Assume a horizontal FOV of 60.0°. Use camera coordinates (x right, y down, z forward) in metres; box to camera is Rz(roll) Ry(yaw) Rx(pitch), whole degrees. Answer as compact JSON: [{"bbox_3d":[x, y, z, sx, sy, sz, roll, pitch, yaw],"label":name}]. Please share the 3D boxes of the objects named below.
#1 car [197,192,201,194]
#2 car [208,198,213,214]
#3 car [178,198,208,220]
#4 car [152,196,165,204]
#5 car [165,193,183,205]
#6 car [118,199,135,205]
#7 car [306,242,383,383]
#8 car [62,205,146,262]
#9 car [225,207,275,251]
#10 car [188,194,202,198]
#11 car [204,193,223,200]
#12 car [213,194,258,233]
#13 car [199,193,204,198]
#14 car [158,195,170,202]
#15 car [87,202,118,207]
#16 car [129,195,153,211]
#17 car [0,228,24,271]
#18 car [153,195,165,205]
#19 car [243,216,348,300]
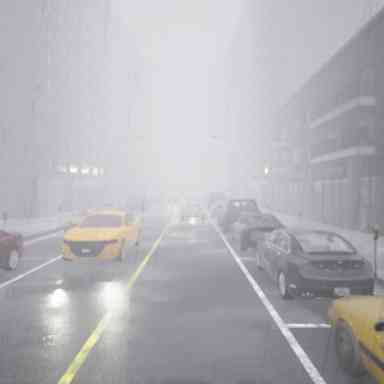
[{"bbox_3d":[2.664,1.327,75.240,2.008,1.369,4.403,0,0,0],"label":"car"},{"bbox_3d":[2.666,1.486,30.487,1.802,1.307,4.206,0,0,0],"label":"car"},{"bbox_3d":[0.074,1.441,26.788,1.812,1.442,4.674,0,0,0],"label":"car"},{"bbox_3d":[-5.861,1.366,58.448,1.887,1.381,4.507,0,0,0],"label":"car"},{"bbox_3d":[-3.063,1.323,54.763,2.128,1.511,4.902,0,0,0],"label":"car"},{"bbox_3d":[-5.859,1.473,24.874,2.008,1.369,4.403,0,0,0],"label":"car"},{"bbox_3d":[2.667,1.517,2.685,1.752,1.417,4.829,0,0,0],"label":"car"},{"bbox_3d":[-3.086,1.439,12.220,1.882,1.535,5.008,0,0,0],"label":"car"},{"bbox_3d":[2.667,1.522,13.704,1.947,1.339,4.313,0,0,0],"label":"car"},{"bbox_3d":[0.077,1.387,44.361,1.812,1.442,4.674,0,0,0],"label":"car"},{"bbox_3d":[2.998,1.091,42.309,2.150,2.045,5.566,0,0,0],"label":"car"},{"bbox_3d":[2.667,1.254,19.297,2.192,1.841,5.009,0,0,0],"label":"car"},{"bbox_3d":[2.665,1.261,58.457,1.967,1.590,4.097,0,0,0],"label":"car"},{"bbox_3d":[-5.862,1.342,69.640,2.008,1.369,4.403,0,0,0],"label":"car"},{"bbox_3d":[-5.859,1.465,19.109,1.752,1.417,4.829,0,0,0],"label":"car"},{"bbox_3d":[-5.860,1.202,36.065,2.192,1.841,5.009,0,0,0],"label":"car"},{"bbox_3d":[-5.859,1.519,8.087,1.887,1.381,4.507,0,0,0],"label":"car"},{"bbox_3d":[-5.861,1.382,52.853,1.887,1.381,4.507,0,0,0],"label":"car"},{"bbox_3d":[2.667,1.525,8.110,2.008,1.369,4.403,0,0,0],"label":"car"}]
